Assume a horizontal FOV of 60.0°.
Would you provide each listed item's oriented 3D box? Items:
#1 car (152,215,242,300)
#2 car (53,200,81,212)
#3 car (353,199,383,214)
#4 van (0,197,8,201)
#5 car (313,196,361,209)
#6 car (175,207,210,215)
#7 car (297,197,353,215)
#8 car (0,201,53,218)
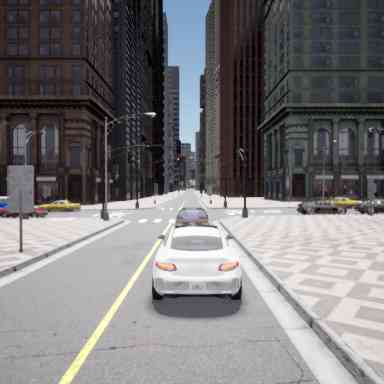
[{"bbox_3d":[0.099,1.520,8.247,1.812,1.442,4.674,0,0,0],"label":"car"},{"bbox_3d":[-15.450,1.580,38.634,4.829,1.417,1.752,-1,1,0],"label":"car"},{"bbox_3d":[17.061,1.337,30.046,4.403,1.369,2.008,-1,1,0],"label":"car"},{"bbox_3d":[-20.962,1.451,38.640,3.998,1.788,1.690,-1,1,0],"label":"van"},{"bbox_3d":[16.731,1.227,38.571,4.829,1.417,1.752,-1,1,0],"label":"car"},{"bbox_3d":[0.028,1.530,17.837,2.033,1.411,5.357,0,0,1],"label":"car"},{"bbox_3d":[11.682,1.414,30.057,4.313,1.339,1.947,-1,1,0],"label":"car"},{"bbox_3d":[-15.287,1.723,30.110,4.206,1.307,1.802,-1,1,0],"label":"car"}]
